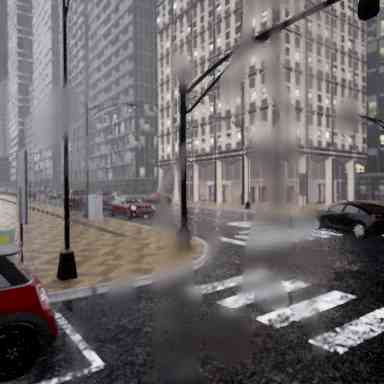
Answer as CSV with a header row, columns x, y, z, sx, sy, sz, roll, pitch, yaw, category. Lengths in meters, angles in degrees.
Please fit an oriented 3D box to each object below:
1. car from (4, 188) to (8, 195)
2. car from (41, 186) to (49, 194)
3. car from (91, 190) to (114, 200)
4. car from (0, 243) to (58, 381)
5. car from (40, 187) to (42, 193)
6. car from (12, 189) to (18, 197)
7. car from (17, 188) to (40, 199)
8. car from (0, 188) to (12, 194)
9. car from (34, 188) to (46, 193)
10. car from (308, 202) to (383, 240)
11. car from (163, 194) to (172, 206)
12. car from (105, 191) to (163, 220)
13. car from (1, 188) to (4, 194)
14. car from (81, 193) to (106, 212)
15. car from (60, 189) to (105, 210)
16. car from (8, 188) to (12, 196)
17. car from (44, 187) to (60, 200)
x,y,z,sx,sy,sz,roll,pitch,yaw,category
-36.528,0.016,67.941,2.008,1.369,4.403,1,1,-36,car
-33.011,-0.190,77.419,1.887,1.381,4.507,1,1,-36,car
-13.519,0.473,50.227,1.947,1.339,4.313,1,1,-36,car
-3.859,1.450,3.808,4.097,1.590,1.967,-1,0,-35,car
-36.256,-0.527,81.948,2.192,1.841,5.009,1,1,-36,car
-30.032,0.230,58.881,2.008,1.369,4.403,1,1,-36,car
-26.785,0.331,54.350,1.887,1.381,4.507,1,1,-36,car
-43.023,-0.203,77.002,1.887,1.381,4.507,1,1,-36,car
-39.509,-0.382,86.483,1.947,1.339,4.313,1,1,-36,car
7.446,1.200,15.386,1.882,1.535,5.008,1,1,-16,car
-3.772,0.810,36.630,1.802,1.307,4.206,1,1,-36,car
-4.049,0.976,22.637,1.967,1.590,4.097,1,1,-36,car
-39.776,-0.075,72.472,1.947,1.339,4.313,1,1,-36,car
-7.299,1.011,27.169,1.802,1.307,4.206,1,1,-36,car
-10.542,0.637,31.697,2.192,1.841,5.009,1,1,-36,car
-33.280,0.117,63.411,1.887,1.381,4.507,1,1,-36,car
-19.733,0.411,49.097,2.128,1.511,4.902,-1,1,-35,car
